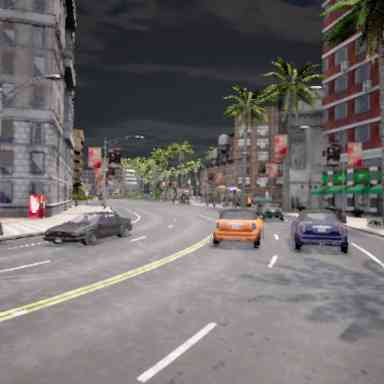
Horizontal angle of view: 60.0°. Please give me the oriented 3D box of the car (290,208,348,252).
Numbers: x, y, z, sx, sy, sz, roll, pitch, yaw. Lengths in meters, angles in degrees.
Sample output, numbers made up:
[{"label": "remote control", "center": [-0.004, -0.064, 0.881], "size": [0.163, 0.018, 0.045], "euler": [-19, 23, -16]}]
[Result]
[{"label": "car", "center": [5.757, 1.589, 15.533], "size": [2.097, 1.767, 4.553], "euler": [0, -1, 14]}]

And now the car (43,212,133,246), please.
[{"label": "car", "center": [-4.831, 1.700, 16.519], "size": [2.033, 1.411, 5.357], "euler": [0, -1, 17]}]

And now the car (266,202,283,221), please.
[{"label": "car", "center": [7.117, 1.797, 32.090], "size": [2.097, 1.767, 4.553], "euler": [1, -1, -5]}]

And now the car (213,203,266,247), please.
[{"label": "car", "center": [2.392, 1.570, 16.506], "size": [2.097, 1.767, 4.553], "euler": [0, -1, 14]}]

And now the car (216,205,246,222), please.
[{"label": "car", "center": [3.650, 2.011, 31.768], "size": [1.895, 1.301, 4.718], "euler": [1, -1, -5]}]
